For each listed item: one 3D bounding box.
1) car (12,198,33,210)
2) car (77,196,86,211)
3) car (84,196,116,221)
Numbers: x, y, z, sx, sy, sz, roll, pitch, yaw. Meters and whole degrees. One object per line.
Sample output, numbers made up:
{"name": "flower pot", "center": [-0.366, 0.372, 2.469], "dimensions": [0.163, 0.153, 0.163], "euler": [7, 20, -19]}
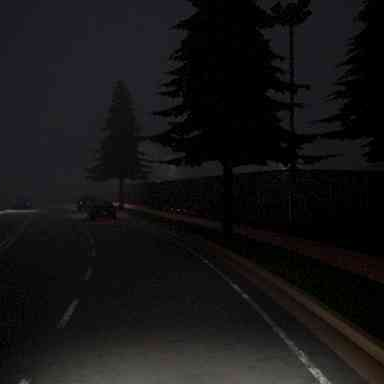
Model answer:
{"name": "car", "center": [-20.972, 1.438, 41.401], "dimensions": [1.812, 1.442, 4.674], "euler": [0, 0, -22]}
{"name": "car", "center": [-12.469, 1.235, 39.450], "dimensions": [2.097, 1.767, 4.553], "euler": [0, 0, -22]}
{"name": "car", "center": [-7.358, 1.392, 26.876], "dimensions": [1.882, 1.535, 5.008], "euler": [0, 1, -22]}
